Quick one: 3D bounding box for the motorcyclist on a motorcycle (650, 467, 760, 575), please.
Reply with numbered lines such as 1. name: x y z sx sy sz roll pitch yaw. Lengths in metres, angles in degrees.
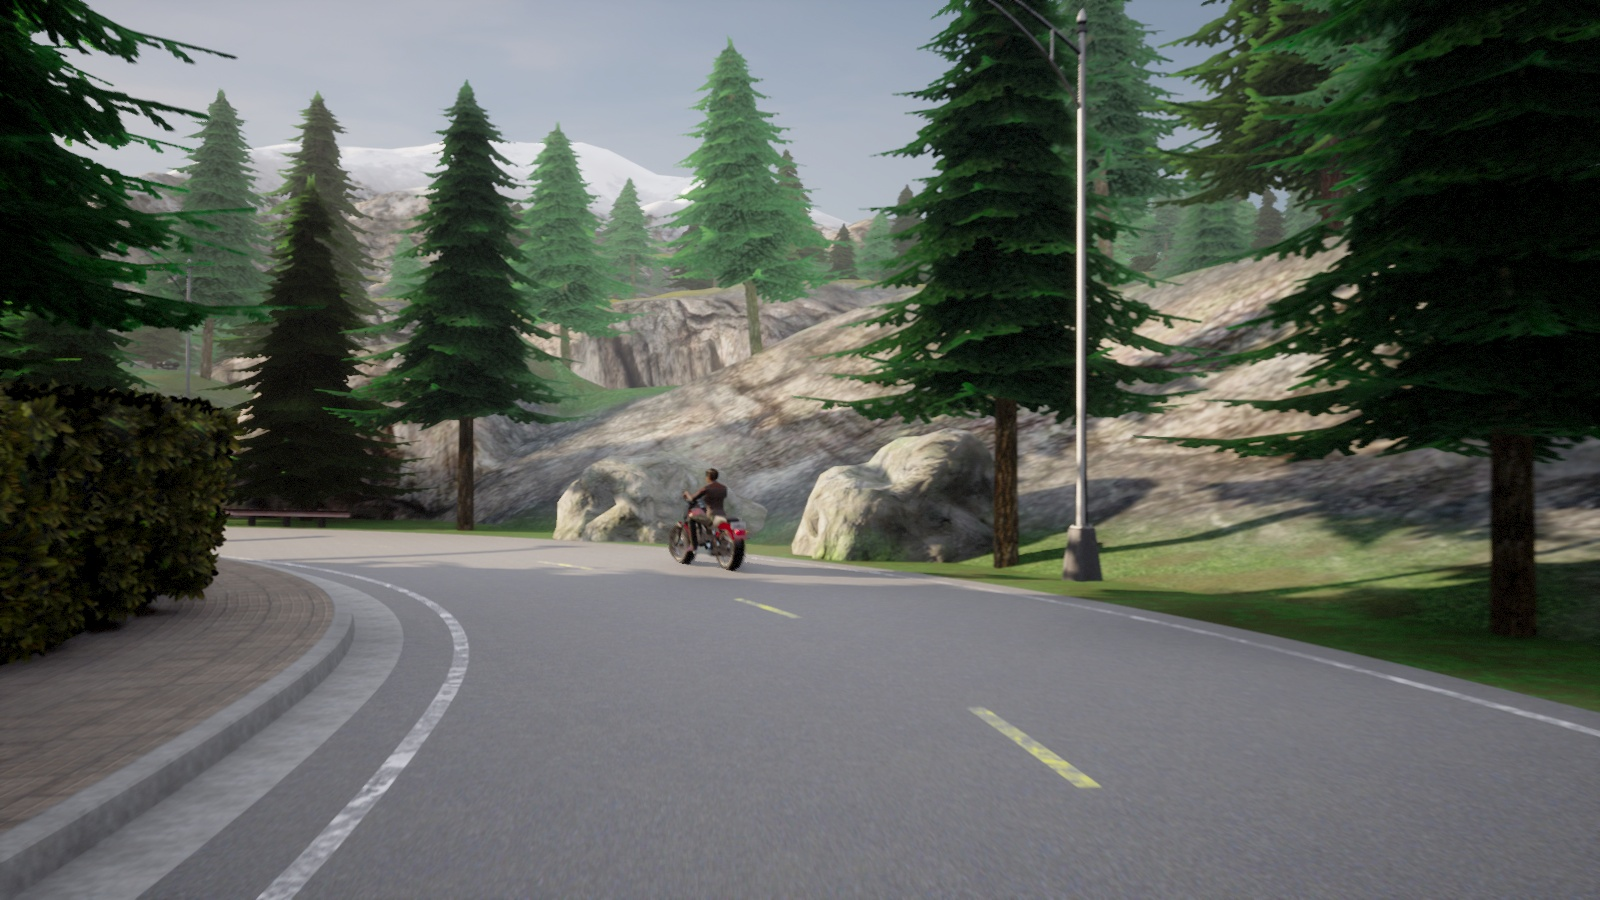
1. motorcyclist on a motorcycle: -1.572 1.114 20.390 0.766 1.649 2.350 0 -1 -32
